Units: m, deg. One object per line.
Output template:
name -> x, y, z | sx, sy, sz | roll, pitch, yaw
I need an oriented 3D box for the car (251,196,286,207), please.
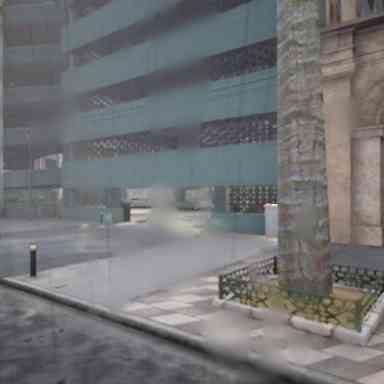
car -> 11.452, 1.378, 49.802 | 4.674, 1.452, 2.002 | 0, 0, 36

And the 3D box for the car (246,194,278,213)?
car -> 6.251, 1.051, 21.393 | 5.566, 2.045, 2.435 | 0, 0, 36
